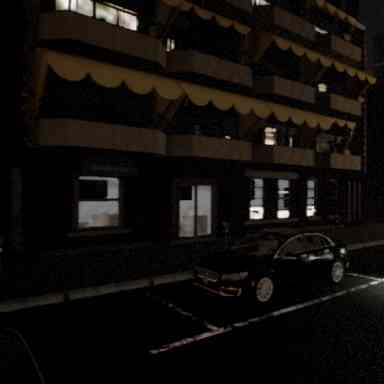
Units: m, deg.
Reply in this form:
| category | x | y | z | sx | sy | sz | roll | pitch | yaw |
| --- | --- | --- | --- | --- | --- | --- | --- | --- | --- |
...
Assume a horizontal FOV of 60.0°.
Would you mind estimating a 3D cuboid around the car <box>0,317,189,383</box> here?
| category | x | y | z | sx | sy | sz | roll | pitch | yaw |
| --- | --- | --- | --- | --- | --- | --- | --- | --- | --- |
| car | -2.306 | 1.598 | 1.735 | 4.718 | 1.301 | 1.895 | 0 | 0 | -35 |

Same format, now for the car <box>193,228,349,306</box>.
| category | x | y | z | sx | sy | sz | roll | pitch | yaw |
| --- | --- | --- | --- | --- | --- | --- | --- | --- | --- |
| car | 2.062 | 1.580 | 8.028 | 4.403 | 1.369 | 2.008 | 0 | 0 | -35 |
